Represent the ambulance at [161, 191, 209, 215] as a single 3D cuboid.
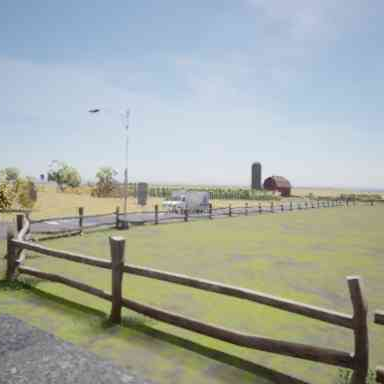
[{"bbox_3d":[-0.690,1.143,36.525,2.351,2.431,6.366,2,0,35],"label":"ambulance"}]
